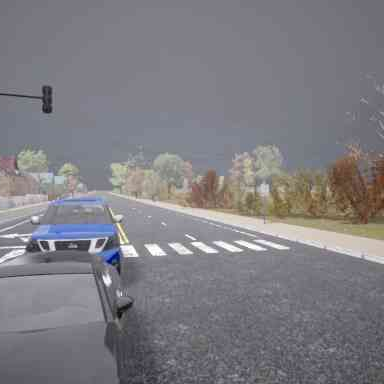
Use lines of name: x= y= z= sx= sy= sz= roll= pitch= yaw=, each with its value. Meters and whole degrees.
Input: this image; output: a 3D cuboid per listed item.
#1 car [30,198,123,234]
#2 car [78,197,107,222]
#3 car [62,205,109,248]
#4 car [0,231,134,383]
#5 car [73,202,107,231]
car: x=-3.360 y=1.218 z=9.982 sx=2.150 sy=2.045 sz=5.566 roll=0 pitch=0 yaw=-15
car: x=-8.167 y=1.338 z=27.527 sx=2.097 sy=1.767 sz=4.553 roll=0 pitch=0 yaw=-15
car: x=-5.025 y=1.499 z=16.052 sx=1.837 sy=1.490 sz=4.892 roll=0 pitch=0 yaw=-15
car: x=-1.713 y=1.524 z=3.895 sx=1.812 sy=1.442 sz=4.674 roll=0 pitch=0 yaw=-13
car: x=-6.600 y=1.468 z=21.795 sx=1.882 sy=1.535 sz=5.008 roll=0 pitch=0 yaw=-15
